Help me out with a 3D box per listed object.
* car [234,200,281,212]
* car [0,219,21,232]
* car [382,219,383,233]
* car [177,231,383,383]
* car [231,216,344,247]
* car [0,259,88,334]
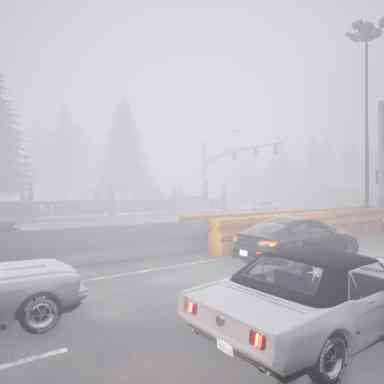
[{"bbox_3d":[5.873,1.423,29.441,4.674,1.442,1.812,-1,0,-35],"label":"car"},{"bbox_3d":[-10.215,1.549,13.899,5.357,1.411,2.033,0,0,-35],"label":"car"},{"bbox_3d":[10.661,1.408,15.598,4.674,1.442,1.812,-1,0,-36],"label":"car"},{"bbox_3d":[2.212,1.577,5.310,4.718,1.301,1.895,-1,0,-35],"label":"car"},{"bbox_3d":[3.276,1.474,10.352,4.674,1.442,1.812,-1,0,-35],"label":"car"},{"bbox_3d":[-4.140,1.601,5.092,4.718,1.301,1.895,0,0,-35],"label":"car"}]
